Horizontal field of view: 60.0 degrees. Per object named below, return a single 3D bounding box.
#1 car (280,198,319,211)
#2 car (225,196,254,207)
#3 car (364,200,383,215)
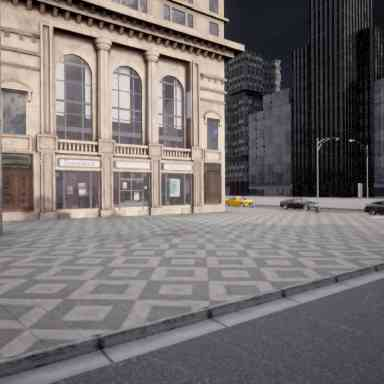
[{"bbox_3d":[12.414,1.414,38.500,2.128,1.511,4.902,-1,0,-34],"label":"car"},{"bbox_3d":[6.629,1.371,47.046,1.882,1.535,5.008,-1,1,-34],"label":"car"},{"bbox_3d":[18.091,1.477,30.159,1.812,1.442,4.674,-1,0,-34],"label":"car"}]
